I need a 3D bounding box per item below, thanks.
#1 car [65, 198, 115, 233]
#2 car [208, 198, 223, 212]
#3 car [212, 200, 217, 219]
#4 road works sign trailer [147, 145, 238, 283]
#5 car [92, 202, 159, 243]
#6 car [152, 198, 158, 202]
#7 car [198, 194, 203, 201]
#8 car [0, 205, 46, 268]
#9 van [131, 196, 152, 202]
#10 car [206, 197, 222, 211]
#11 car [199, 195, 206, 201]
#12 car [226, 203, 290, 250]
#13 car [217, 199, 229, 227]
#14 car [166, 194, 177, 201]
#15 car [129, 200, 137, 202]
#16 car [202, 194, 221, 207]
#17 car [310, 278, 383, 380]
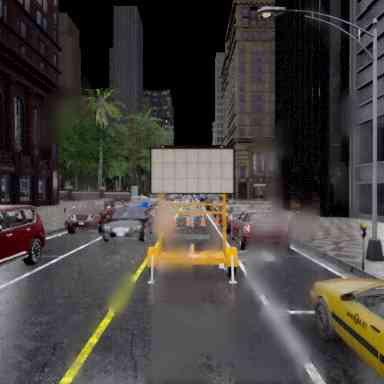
[{"bbox_3d":[-5.742,1.317,19.766,2.192,1.841,5.009,0,0,0],"label":"car"},{"bbox_3d":[2.798,1.558,30.593,2.008,1.369,4.403,0,0,0],"label":"car"},{"bbox_3d":[2.790,1.549,25.168,1.887,1.381,4.507,0,0,0],"label":"car"},{"bbox_3d":[0.013,0.464,9.596,2.380,3.560,2.880,0,0,0],"label":"road works sign trailer"},{"bbox_3d":[-2.979,1.492,16.315,2.128,1.511,4.902,0,0,0],"label":"car"},{"bbox_3d":[-5.714,1.451,41.470,1.967,1.590,4.097,0,0,0],"label":"car"},{"bbox_3d":[2.858,1.576,78.731,1.947,1.339,4.313,0,0,0],"label":"car"},{"bbox_3d":[-5.755,1.315,8.914,2.192,1.841,5.009,0,0,0],"label":"car"},{"bbox_3d":[-5.721,1.350,36.044,1.690,1.788,3.998,0,0,0],"label":"van"},{"bbox_3d":[2.805,1.535,36.188,1.752,1.417,4.829,0,0,0],"label":"car"},{"bbox_3d":[2.872,1.533,89.742,1.752,1.417,4.829,0,0,0],"label":"car"},{"bbox_3d":[2.777,1.441,14.318,1.967,1.590,4.097,0,0,0],"label":"car"},{"bbox_3d":[2.784,1.442,19.743,1.967,1.590,4.097,0,0,0],"label":"car"},{"bbox_3d":[-5.660,1.560,84.182,2.008,1.369,4.403,0,0,0],"label":"car"},{"bbox_3d":[-5.734,1.549,25.191,1.887,1.381,4.507,0,0,0],"label":"car"},{"bbox_3d":[2.811,1.326,41.444,2.192,1.841,5.009,0,0,0],"label":"car"},{"bbox_3d":[2.765,1.525,3.638,1.752,1.417,4.829,0,0,0],"label":"car"}]
